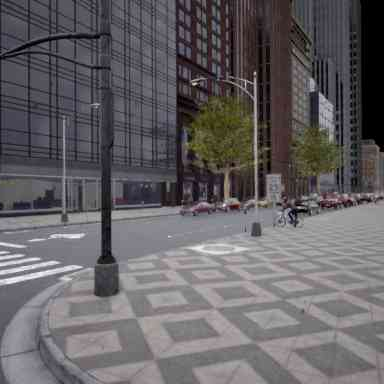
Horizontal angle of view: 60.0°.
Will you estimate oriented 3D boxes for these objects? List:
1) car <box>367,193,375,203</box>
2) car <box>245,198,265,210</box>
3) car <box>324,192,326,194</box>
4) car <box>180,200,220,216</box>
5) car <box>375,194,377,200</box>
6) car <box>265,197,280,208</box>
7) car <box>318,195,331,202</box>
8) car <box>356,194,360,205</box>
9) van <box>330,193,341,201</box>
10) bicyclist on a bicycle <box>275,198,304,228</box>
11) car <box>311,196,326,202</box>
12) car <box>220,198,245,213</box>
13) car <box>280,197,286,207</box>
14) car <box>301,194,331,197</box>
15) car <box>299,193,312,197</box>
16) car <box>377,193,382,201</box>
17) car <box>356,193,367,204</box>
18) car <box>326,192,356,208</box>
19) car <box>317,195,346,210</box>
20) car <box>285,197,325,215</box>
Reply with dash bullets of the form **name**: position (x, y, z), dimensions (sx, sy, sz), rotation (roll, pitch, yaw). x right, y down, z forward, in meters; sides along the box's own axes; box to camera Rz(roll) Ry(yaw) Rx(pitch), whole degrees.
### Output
- **car**: position (33.143, 1.101, 63.983), dimensions (2.192, 1.841, 5.009), rotation (0, 0, 35)
- **car**: position (6.939, 1.497, 40.954), dimensions (1.802, 1.307, 4.206), rotation (0, 0, 35)
- **car**: position (22.275, 1.053, 52.731), dimensions (2.150, 2.045, 5.566), rotation (-1, 0, 35)
- **car**: position (0.543, 1.526, 31.664), dimensions (1.802, 1.307, 4.206), rotation (0, 0, 35)
- **car**: position (36.437, 1.304, 68.766), dimensions (1.752, 1.417, 4.829), rotation (-1, 0, 35)
- **car**: position (10.040, 1.428, 45.459), dimensions (1.752, 1.417, 4.829), rotation (0, 0, 35)
- **car**: position (29.325, 1.430, 73.468), dimensions (1.802, 1.307, 4.206), rotation (0, 0, 35)
- **car**: position (23.550, 1.379, 50.048), dimensions (1.947, 1.339, 4.313), rotation (0, 0, 35)
- **van**: position (35.720, 1.188, 82.760), dimensions (1.690, 1.788, 3.998), rotation (-1, 0, 35)
- **bicyclist on a bicycle**: position (5.326, 1.178, 18.356), dimensions (1.656, 1.620, 0.582), rotation (-1, 0, 35)
- **car**: position (26.128, 1.421, 68.825), dimensions (1.947, 1.339, 4.313), rotation (0, 0, 35)
- **car**: position (3.740, 1.368, 36.309), dimensions (1.967, 1.590, 4.097), rotation (0, 0, 35)
- **car**: position (13.335, 1.458, 50.245), dimensions (1.947, 1.339, 4.313), rotation (0, 0, 35)
- **car**: position (16.586, 1.341, 44.466), dimensions (2.128, 1.511, 4.902), rotation (-1, 0, 35)
- **car**: position (19.731, 1.418, 59.534), dimensions (1.887, 1.381, 4.507), rotation (0, 0, 35)
- **car**: position (42.736, 1.360, 77.914), dimensions (1.802, 1.307, 4.206), rotation (-1, 0, 35)
- **car**: position (26.747, 1.119, 54.693), dimensions (2.192, 1.841, 5.009), rotation (0, 0, 35)
- **car**: position (20.351, 1.138, 45.405), dimensions (2.192, 1.841, 5.009), rotation (0, 0, 35)
- **car**: position (17.154, 1.378, 40.760), dimensions (1.887, 1.381, 4.507), rotation (0, 0, 35)
- **car**: position (10.760, 1.425, 31.470), dimensions (1.947, 1.339, 4.313), rotation (0, 0, 35)
